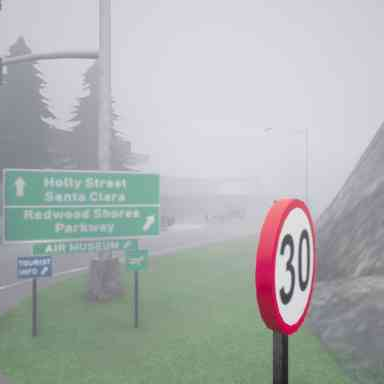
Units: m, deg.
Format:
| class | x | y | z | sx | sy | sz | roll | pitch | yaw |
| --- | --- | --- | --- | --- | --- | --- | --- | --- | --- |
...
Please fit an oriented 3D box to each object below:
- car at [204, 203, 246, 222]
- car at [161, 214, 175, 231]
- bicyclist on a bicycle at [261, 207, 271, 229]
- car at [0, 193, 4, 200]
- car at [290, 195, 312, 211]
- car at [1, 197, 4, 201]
| class | x | y | z | sx | sy | sz | roll | pitch | yaw |
| --- | --- | --- | --- | --- | --- | --- | --- | --- | --- |
| car | 2.871 | 1.682 | 28.321 | 2.128 | 1.511 | 4.902 | 0 | 0 | 36 |
| car | -3.176 | 1.791 | 20.067 | 1.895 | 1.301 | 4.718 | 0 | 0 | 36 |
| bicyclist on a bicycle | 4.641 | 1.643 | 18.728 | 1.656 | 1.620 | 0.582 | 0 | 0 | 36 |
| car | -38.345 | 1.484 | 70.143 | 4.514 | 1.523 | 2.007 | 0 | 0 | 35 |
| car | 13.832 | 1.413 | 43.185 | 2.150 | 2.045 | 5.566 | 0 | 0 | 37 |
| car | -12.297 | 1.503 | 26.109 | 1.905 | 1.878 | 3.866 | 0 | 0 | 35 |
